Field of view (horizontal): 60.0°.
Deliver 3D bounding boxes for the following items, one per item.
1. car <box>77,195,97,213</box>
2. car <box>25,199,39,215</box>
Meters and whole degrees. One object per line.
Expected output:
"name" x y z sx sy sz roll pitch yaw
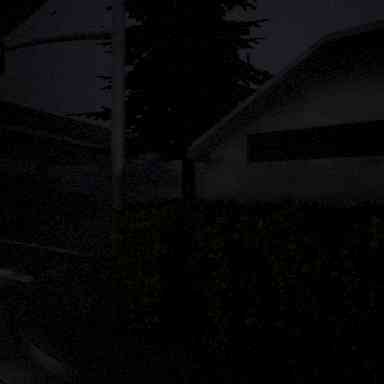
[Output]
"car" -10.416 1.313 35.159 3.866 1.878 1.905 0 0 35
"car" -17.223 1.480 33.031 4.611 1.667 2.242 0 0 35
